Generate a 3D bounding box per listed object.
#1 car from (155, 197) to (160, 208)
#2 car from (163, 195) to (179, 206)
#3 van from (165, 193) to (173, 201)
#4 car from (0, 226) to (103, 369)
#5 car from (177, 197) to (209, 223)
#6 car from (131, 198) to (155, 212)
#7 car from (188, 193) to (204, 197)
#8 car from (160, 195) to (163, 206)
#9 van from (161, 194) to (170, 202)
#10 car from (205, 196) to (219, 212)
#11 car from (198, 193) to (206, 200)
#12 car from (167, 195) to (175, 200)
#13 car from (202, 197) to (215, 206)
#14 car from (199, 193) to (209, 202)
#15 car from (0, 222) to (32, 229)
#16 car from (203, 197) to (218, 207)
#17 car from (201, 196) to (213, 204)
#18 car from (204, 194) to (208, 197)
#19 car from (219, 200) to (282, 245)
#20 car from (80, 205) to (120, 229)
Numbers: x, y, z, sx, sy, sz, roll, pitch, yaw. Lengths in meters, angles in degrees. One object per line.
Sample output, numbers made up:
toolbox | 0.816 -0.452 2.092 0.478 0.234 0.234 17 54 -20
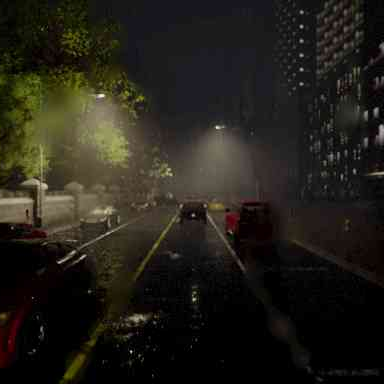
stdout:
car | -5.680 1.492 43.500 2.008 1.369 4.403 0 0 0
car | -2.988 1.511 51.894 1.994 1.385 4.181 0 0 0
van | -5.671 1.278 82.926 1.690 1.788 3.998 0 0 0
car | -3.099 1.555 5.709 1.994 1.385 4.181 0 0 0
car | 0.097 1.440 25.534 1.882 1.535 5.008 0 0 0
car | -5.681 1.386 37.869 1.967 1.590 4.097 0 0 0
car | 0.100 1.295 42.422 2.097 1.767 4.553 0 0 0
car | -5.678 1.520 54.765 1.802 1.307 4.206 0 0 0
van | -5.673 1.277 71.662 1.690 1.788 3.998 0 0 0
car | 2.699 1.472 38.037 1.752 1.417 4.829 0 0 0
car | 2.711 1.258 94.190 2.192 1.841 5.009 0 0 0
car | -5.669 1.484 88.558 1.887 1.381 4.507 0 0 0
car | 2.703 1.504 54.762 1.947 1.339 4.313 0 0 0
car | 2.708 1.251 77.292 2.192 1.841 5.009 0 0 0
car | -5.689 1.568 9.708 1.802 1.307 4.206 0 0 0
car | 2.701 1.484 49.130 1.887 1.381 4.507 0 0 0
car | 2.704 1.482 60.395 1.887 1.381 4.507 0 0 0
car | 2.700 1.381 43.499 1.967 1.590 4.097 0 0 0
car | 2.693 1.293 15.337 2.192 1.841 5.009 0 0 0
car | -5.686 1.520 20.973 2.008 1.369 4.403 0 0 0
